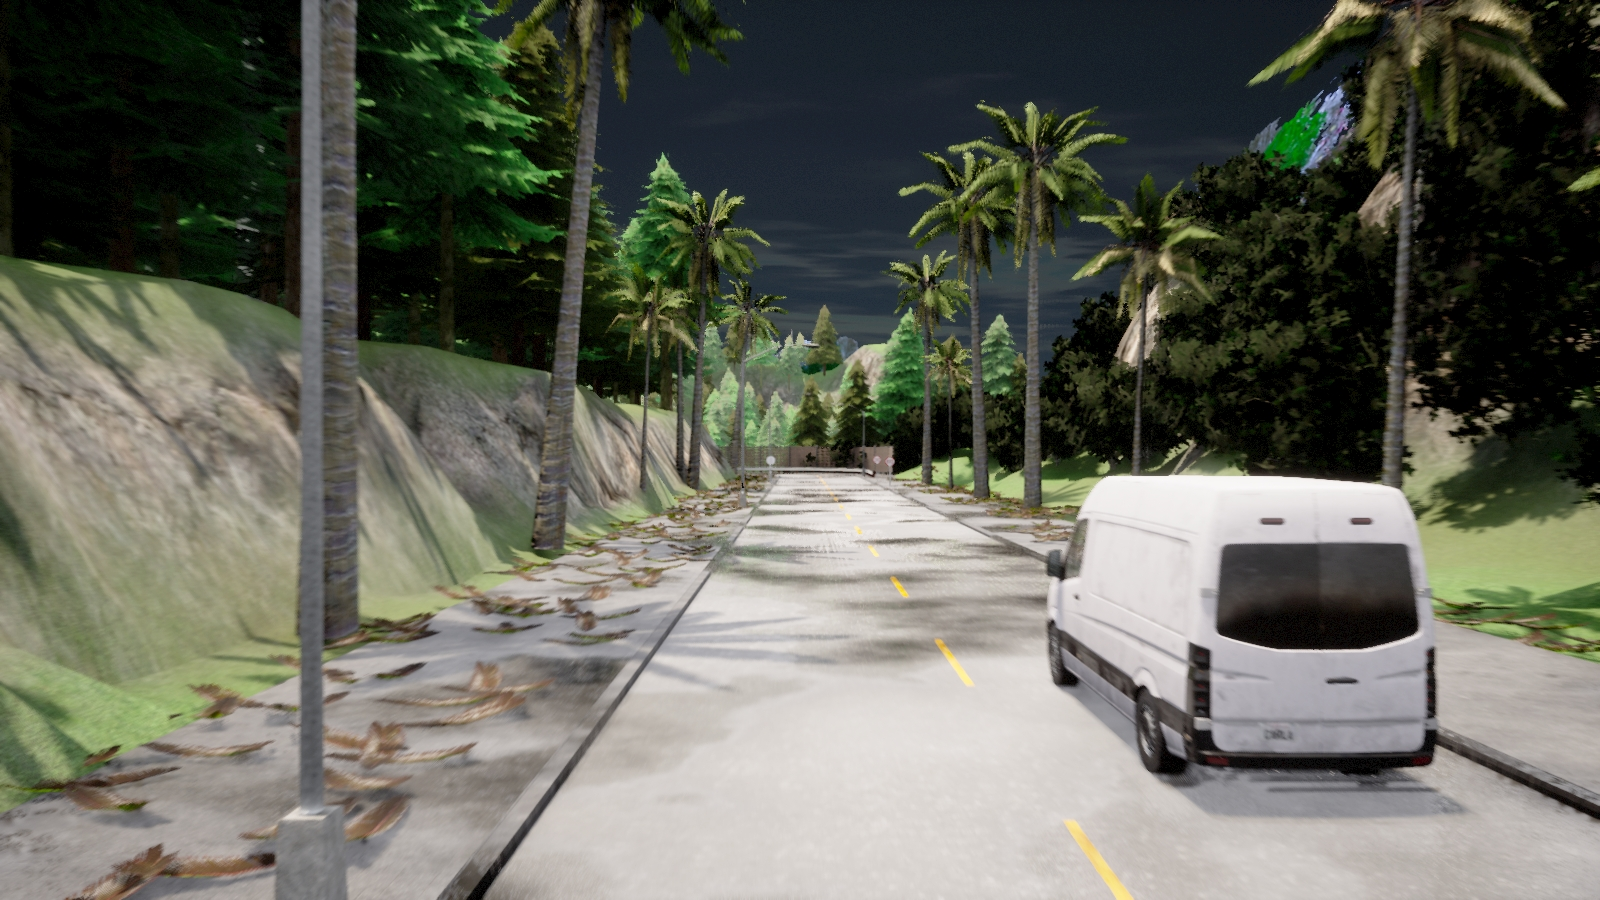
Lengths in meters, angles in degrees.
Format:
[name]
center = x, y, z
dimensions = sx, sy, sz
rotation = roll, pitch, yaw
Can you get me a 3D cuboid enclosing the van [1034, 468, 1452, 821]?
[van]
center = 3.989, 1.536, 11.691
dimensions = 1.988, 2.561, 5.915
rotation = 0, 0, 0
